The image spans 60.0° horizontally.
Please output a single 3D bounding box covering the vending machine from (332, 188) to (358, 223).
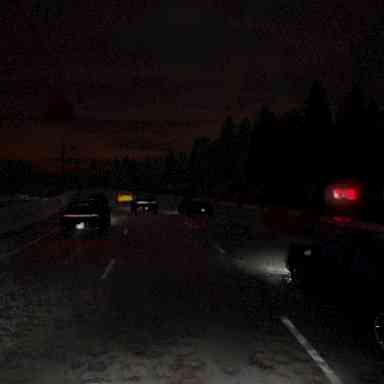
[{"bbox_3d":[9.365,0.783,20.412,1.100,2.100,0.880,0,1,-11],"label":"vending machine"}]

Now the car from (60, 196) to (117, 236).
[{"bbox_3d":[-5.079,1.166,16.278,2.128,1.511,4.902,0,1,-9],"label":"car"}]

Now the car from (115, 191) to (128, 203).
[{"bbox_3d":[-8.770,0.623,42.896,1.882,1.535,5.008,0,1,-18],"label":"car"}]

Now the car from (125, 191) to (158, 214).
[{"bbox_3d":[-4.006,0.948,27.232,2.128,1.511,4.902,0,1,-15],"label":"car"}]

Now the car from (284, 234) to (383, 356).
[{"bbox_3d":[3.285,1.431,5.614,2.033,1.411,5.357,0,1,-4],"label":"car"}]

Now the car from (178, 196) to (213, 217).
[{"bbox_3d":[0.201,1.023,25.063,1.812,1.442,4.674,0,1,-14],"label":"car"}]

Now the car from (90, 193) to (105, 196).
[{"bbox_3d":[-9.652,0.826,34.057,1.837,1.490,4.892,0,1,-17],"label":"car"}]
